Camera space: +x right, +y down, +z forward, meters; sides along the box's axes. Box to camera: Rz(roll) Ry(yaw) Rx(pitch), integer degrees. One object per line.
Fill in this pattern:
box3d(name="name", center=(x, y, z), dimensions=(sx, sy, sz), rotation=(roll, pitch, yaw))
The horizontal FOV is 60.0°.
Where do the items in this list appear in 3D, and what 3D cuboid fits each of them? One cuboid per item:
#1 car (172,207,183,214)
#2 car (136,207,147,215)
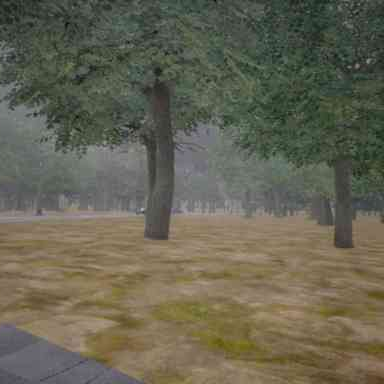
box3d(name="car", center=(-3.831, 3.949, 69.923), dimensions=(2.033, 1.411, 5.357), rotation=(0, -3, 28))
box3d(name="car", center=(-8.468, 3.545, 61.181), dimensions=(1.812, 1.442, 4.674), rotation=(0, -3, 29))
